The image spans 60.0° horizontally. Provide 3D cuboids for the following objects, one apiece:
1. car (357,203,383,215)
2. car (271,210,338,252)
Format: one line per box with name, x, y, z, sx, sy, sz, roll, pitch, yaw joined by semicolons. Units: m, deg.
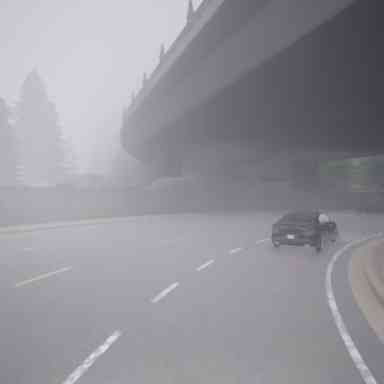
car;21.210;1.875;37.868;4.718;1.301;1.895;1;0;-20
car;5.025;1.542;14.522;1.882;1.535;5.008;0;0;33
